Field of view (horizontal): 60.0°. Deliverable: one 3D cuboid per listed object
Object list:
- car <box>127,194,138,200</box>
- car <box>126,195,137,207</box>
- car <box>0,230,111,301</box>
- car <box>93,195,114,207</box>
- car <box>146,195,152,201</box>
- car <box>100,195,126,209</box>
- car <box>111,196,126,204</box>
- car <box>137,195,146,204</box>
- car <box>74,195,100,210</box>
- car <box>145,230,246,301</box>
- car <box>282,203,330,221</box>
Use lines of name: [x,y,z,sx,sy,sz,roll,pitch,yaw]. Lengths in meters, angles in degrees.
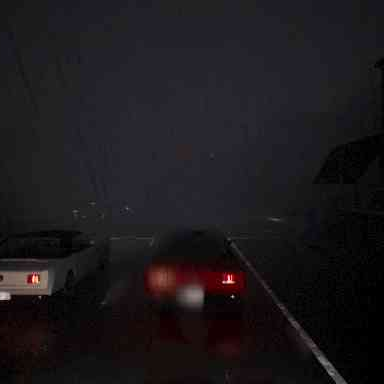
car: [-14.036,1.227,78.798,1.812,1.442,4.674,0,0,0]
car: [-10.615,1.352,52.671,2.097,1.767,4.553,0,0,0]
car: [-3.427,1.601,8.261,1.895,1.301,4.718,0,0,0]
car: [-14.111,1.352,53.221,2.097,1.767,4.553,0,0,1]
car: [-10.536,1.418,77.985,2.033,1.411,5.357,0,0,0]
car: [-10.616,1.526,44.947,1.812,1.442,4.674,0,0,0]
car: [-14.074,1.564,64.035,1.994,1.385,4.181,0,0,0]
car: [-10.567,1.564,63.647,1.994,1.385,4.181,0,0,1]
car: [-14.119,1.492,44.168,2.128,1.511,4.902,0,0,0]
car: [0.074,1.601,8.280,1.895,1.301,4.718,0,0,0]
car: [9.846,1.636,28.463,4.181,1.385,1.994,-3,0,0]
